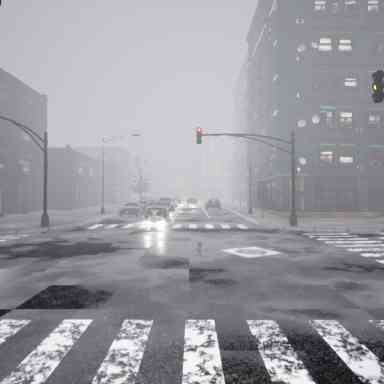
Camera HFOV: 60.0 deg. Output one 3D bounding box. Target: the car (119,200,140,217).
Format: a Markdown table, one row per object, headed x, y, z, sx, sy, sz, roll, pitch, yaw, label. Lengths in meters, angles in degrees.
| x | y | z | sx | sy | sz | roll | pitch | yaw | label |
| --- | --- | --- | --- | --- | --- | --- | --- | --- | --- |
| -5.743 | 1.554 | 31.798 | 1.887 | 1.381 | 4.507 | 1 | 0 | 0 | car |

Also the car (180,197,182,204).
| x | y | z | sx | sy | sz | roll | pitch | yaw | label |
| --- | --- | --- | --- | --- | --- | --- | --- | --- | --- |
| -2.985 | 1.498 | 63.563 | 1.882 | 1.535 | 5.008 | 0 | 0 | 0 | car |

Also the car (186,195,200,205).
| x | y | z | sx | sy | sz | roll | pitch | yaw | label |
| --- | --- | --- | --- | --- | --- | --- | --- | --- | --- |
| 0.019 | 1.495 | 59.466 | 1.882 | 1.535 | 5.008 | 0 | 0 | 0 | car |

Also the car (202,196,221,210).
| x | y | z | sx | sy | sz | roll | pitch | yaw | label |
| --- | --- | --- | --- | --- | --- | --- | --- | --- | --- |
| 2.719 | 1.452 | 43.225 | 1.967 | 1.590 | 4.097 | 1 | 0 | 0 | car |

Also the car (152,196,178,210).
| x | y | z | sx | sy | sz | roll | pitch | yaw | label |
| --- | --- | --- | --- | --- | --- | --- | --- | --- | --- |
| -3.083 | 1.363 | 38.965 | 2.097 | 1.767 | 4.553 | 0 | 0 | 0 | car |

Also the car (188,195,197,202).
| x | y | z | sx | sy | sz | roll | pitch | yaw | label |
| --- | --- | --- | --- | --- | --- | --- | --- | --- | --- |
| 0.022 | 1.378 | 69.892 | 1.812 | 1.442 | 4.674 | 0 | 0 | 0 | car |

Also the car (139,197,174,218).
| x | y | z | sx | sy | sz | roll | pitch | yaw | label |
| --- | --- | --- | --- | --- | --- | --- | --- | --- | --- |
| -3.088 | 1.500 | 29.946 | 2.128 | 1.511 | 4.902 | 0 | 0 | 0 | car |

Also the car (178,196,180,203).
| x | y | z | sx | sy | sz | roll | pitch | yaw | label |
| --- | --- | --- | --- | --- | --- | --- | --- | --- | --- |
| -3.075 | 1.540 | 48.835 | 1.812 | 1.442 | 4.674 | 0 | 0 | 0 | car |

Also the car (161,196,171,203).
| x | y | z | sx | sy | sz | roll | pitch | yaw | label |
| --- | --- | --- | --- | --- | --- | --- | --- | --- | --- |
| -5.654 | 1.604 | 71.600 | 1.802 | 1.307 | 4.206 | 1 | 0 | 0 | car |
